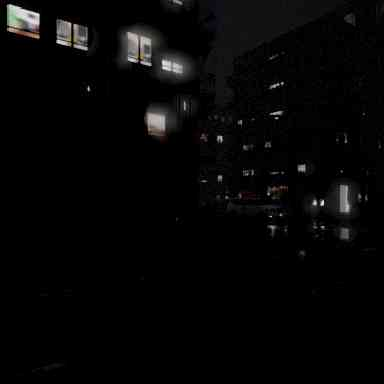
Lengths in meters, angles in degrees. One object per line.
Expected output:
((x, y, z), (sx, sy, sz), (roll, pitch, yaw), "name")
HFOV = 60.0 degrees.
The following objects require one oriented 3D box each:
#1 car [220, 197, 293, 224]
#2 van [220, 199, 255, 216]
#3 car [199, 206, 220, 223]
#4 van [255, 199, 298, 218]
((5.298, 1.472, 28.146), (2.150, 2.045, 5.566), (0, -1, -36), "car")
((5.146, 1.677, 38.094), (1.690, 1.788, 3.998), (-1, 0, -36), "van")
((1.738, 1.875, 28.655), (1.802, 1.307, 4.206), (-1, 0, -36), "car")
((8.469, 1.603, 33.584), (1.690, 1.788, 3.998), (-1, 0, -36), "van")
